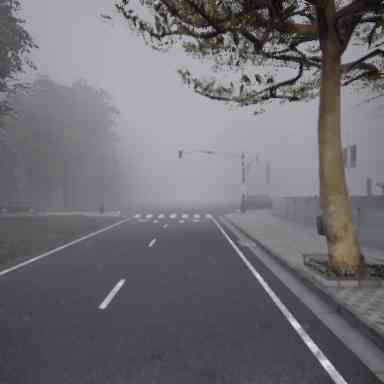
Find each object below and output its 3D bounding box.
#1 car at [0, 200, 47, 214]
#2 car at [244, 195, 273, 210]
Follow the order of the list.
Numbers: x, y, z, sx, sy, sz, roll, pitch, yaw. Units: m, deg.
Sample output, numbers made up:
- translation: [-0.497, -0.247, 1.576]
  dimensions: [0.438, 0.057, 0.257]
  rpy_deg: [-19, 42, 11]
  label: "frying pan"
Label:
- translation: [-18.465, 1.696, 36.308]
  dimensions: [4.892, 1.490, 1.837]
  rpy_deg: [1, -1, 0]
  label: "car"
- translation: [7.868, 1.111, 36.223]
  dimensions: [4.553, 1.767, 2.097]
  rpy_deg: [-1, -1, 0]
  label: "car"
